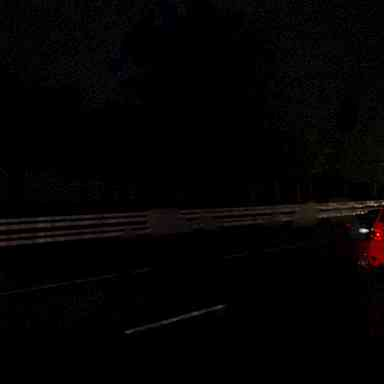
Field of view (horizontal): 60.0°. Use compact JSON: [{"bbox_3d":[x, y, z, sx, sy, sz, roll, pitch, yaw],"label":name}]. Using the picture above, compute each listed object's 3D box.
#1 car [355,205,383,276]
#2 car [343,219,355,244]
[{"bbox_3d":[6.793,1.128,8.584,5.566,2.045,2.150,-1,0,-35],"label":"car"},{"bbox_3d":[8.188,1.432,13.874,4.181,1.385,1.994,-1,0,-35],"label":"car"}]
